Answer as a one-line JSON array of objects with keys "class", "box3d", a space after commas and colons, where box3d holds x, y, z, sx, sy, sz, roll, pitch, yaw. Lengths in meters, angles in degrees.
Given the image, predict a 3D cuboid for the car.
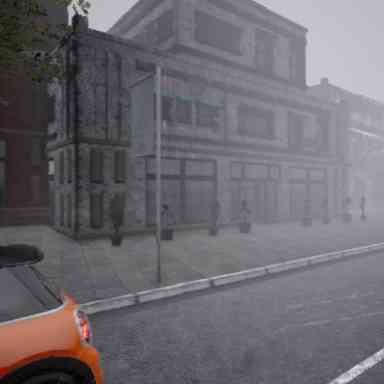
[{"class": "car", "box3d": [-3.143, 1.355, 2.560, 4.553, 1.767, 2.097, 0, 0, -37]}]
